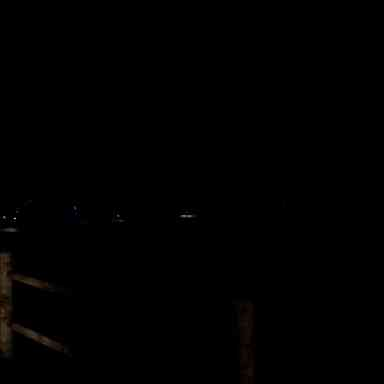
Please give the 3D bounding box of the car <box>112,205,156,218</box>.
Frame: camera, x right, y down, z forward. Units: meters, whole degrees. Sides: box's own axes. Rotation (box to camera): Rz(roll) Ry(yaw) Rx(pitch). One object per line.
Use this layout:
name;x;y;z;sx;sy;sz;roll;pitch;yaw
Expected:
car;-5.906;2.055;34.287;1.895;1.301;4.718;-1;-1;36

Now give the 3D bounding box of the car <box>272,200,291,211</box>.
car;15.982;2.339;59.204;2.097;1.767;4.553;-1;-1;38

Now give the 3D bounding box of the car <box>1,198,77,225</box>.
car;-11.831;1.507;26.195;2.150;2.045;5.566;-1;-1;36

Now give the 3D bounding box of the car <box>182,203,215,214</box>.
car;0.931;2.196;43.604;2.033;1.411;5.357;-1;-1;36
